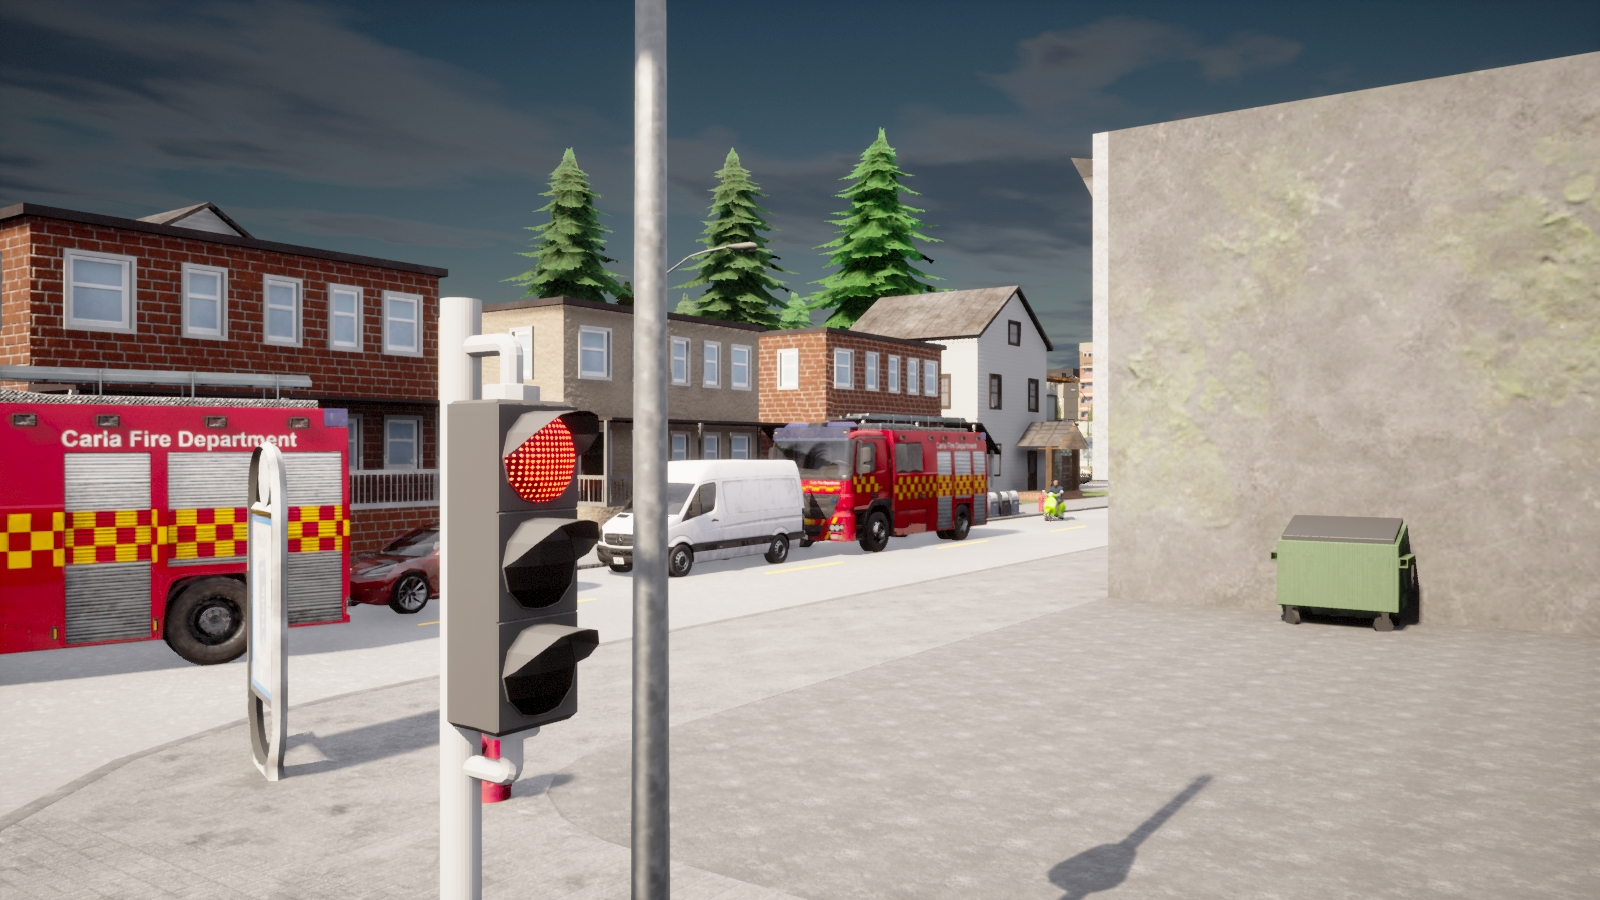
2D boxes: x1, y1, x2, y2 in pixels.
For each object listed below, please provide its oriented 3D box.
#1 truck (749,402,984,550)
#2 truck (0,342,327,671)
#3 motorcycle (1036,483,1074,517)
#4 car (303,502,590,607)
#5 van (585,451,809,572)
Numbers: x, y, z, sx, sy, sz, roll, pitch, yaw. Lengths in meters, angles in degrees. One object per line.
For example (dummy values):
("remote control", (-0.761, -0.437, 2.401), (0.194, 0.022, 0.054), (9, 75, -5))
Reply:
("truck", (2.235, 0.662, 33.662), (2.891, 3.827, 8.468), (0, 0, 35))
("truck", (-10.651, 0.661, 14.054), (8.468, 3.827, 2.891), (0, 0, -37))
("motorcycle", (9.992, 1.955, 44.738), (0.856, 1.236, 1.805), (0, 0, 35))
("car", (-6.422, 1.835, 21.320), (2.163, 1.488, 4.792), (0, 0, 35))
("van", (-2.273, 1.307, 27.238), (1.988, 2.561, 5.915), (0, 0, 35))
